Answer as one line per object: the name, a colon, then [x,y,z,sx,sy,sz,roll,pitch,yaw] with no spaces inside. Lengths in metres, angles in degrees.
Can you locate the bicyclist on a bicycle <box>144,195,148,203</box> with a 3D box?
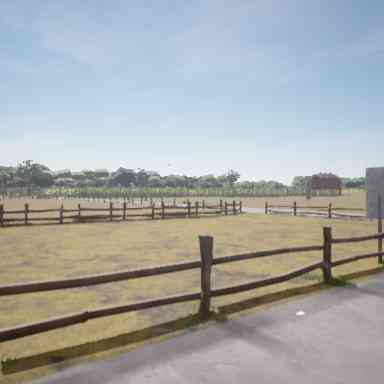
bicyclist on a bicycle: [-10.112,1.497,72.531,0.659,1.776,1.843,1,0,-35]

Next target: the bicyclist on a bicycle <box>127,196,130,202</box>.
bicyclist on a bicycle: [-15.305,1.624,79.876,0.866,1.612,1.509,1,1,-35]
